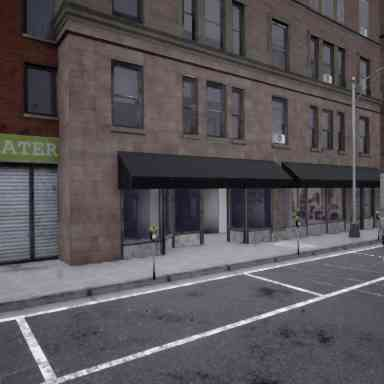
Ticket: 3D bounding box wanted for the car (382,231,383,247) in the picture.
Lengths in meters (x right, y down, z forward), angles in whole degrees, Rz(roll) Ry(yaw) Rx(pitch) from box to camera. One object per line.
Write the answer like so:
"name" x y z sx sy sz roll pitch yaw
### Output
"car" 9.217 1.540 13.116 4.507 1.381 1.887 0 -1 -35
